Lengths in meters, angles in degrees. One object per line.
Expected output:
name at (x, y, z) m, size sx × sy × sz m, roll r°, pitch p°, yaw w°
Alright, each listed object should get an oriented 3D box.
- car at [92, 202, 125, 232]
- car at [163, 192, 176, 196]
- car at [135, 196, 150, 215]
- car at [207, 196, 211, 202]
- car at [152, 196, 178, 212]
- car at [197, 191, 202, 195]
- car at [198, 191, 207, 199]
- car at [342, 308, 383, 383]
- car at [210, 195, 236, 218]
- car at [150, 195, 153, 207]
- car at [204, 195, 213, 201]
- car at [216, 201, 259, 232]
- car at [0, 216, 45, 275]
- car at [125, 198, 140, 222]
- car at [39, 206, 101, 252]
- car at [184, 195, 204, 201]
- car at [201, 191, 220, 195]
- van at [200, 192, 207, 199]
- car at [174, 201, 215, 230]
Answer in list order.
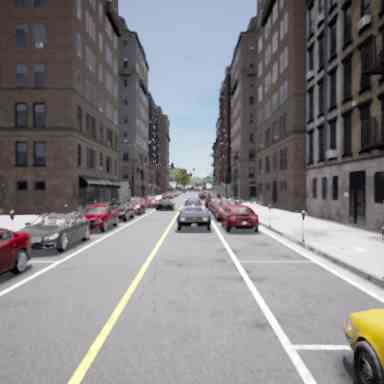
car at (-5.375, 1.419, 18.985) m, size 1.887 × 1.381 × 4.507 m, roll 0°, pitch 0°, yaw 0°
car at (-5.370, 0.816, 74.270) m, size 2.192 × 1.841 × 5.009 m, roll 0°, pitch 0°, yaw 0°
car at (-5.368, 1.238, 30.348) m, size 1.967 × 1.590 × 4.097 m, roll 0°, pitch 0°, yaw 0°
car at (2.657, 1.342, 30.344) m, size 1.887 × 1.381 × 4.507 m, roll 0°, pitch 0°, yaw 0°
car at (-2.808, 1.364, 35.514) m, size 1.895 × 1.301 × 4.718 m, roll 0°, pitch 0°, yaw 0°
car at (2.745, 0.853, 68.762) m, size 2.192 × 1.841 × 5.009 m, roll 0°, pitch 0°, yaw 0°
car at (2.743, 0.740, 85.273) m, size 2.192 × 1.841 × 5.009 m, roll 0°, pitch 0°, yaw 0°
car at (2.639, 1.511, 2.103) m, size 1.752 × 1.417 × 4.829 m, roll 0°, pitch 0°, yaw 0°
car at (2.653, 1.276, 24.661) m, size 1.967 × 1.590 × 4.097 m, roll 0°, pitch 0°, yaw 0°
car at (-5.361, 1.161, 41.712) m, size 1.967 × 1.590 × 4.097 m, roll 0°, pitch 0°, yaw 0°
car at (2.661, 1.310, 36.026) m, size 2.008 × 1.369 × 4.403 m, roll 0°, pitch 0°, yaw 0°
car at (2.650, 1.418, 18.980) m, size 1.887 × 1.381 × 4.507 m, roll 0°, pitch 0°, yaw 0°
car at (-5.383, 1.494, 7.620) m, size 1.887 × 1.381 × 4.507 m, roll 0°, pitch 0°, yaw 0°
car at (-5.372, 1.402, 24.667) m, size 1.947 × 1.339 × 4.313 m, roll 0°, pitch 0°, yaw 0°
car at (-5.379, 1.462, 13.302) m, size 2.008 × 1.369 × 4.403 m, roll 0°, pitch 0°, yaw 0°
car at (0.124, 1.322, 36.142) m, size 1.994 × 1.385 × 4.181 m, roll 0°, pitch 0°, yaw 0°
car at (2.664, 1.036, 41.707) m, size 2.192 × 1.841 × 5.009 m, roll 0°, pitch 0°, yaw 0°
van at (2.744, 0.804, 79.770) m, size 1.690 × 1.788 × 3.998 m, roll 0°, pitch 0°, yaw 0°
car at (0.113, 1.467, 19.997) m, size 1.895 × 1.301 × 4.718 m, roll 0°, pitch 0°, yaw 0°
